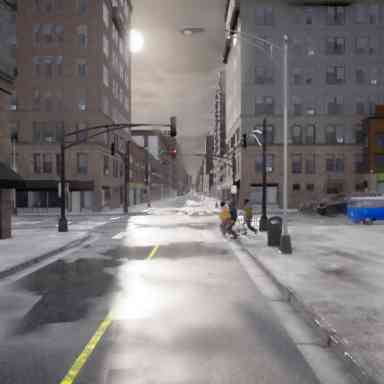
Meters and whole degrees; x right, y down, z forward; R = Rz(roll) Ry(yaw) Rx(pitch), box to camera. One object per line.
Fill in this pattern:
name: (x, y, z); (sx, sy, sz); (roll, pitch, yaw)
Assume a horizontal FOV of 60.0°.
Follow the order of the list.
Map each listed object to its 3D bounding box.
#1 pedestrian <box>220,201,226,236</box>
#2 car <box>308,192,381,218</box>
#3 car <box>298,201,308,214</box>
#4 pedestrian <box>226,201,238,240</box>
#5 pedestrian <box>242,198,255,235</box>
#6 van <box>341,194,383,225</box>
pedestrian: (1.623, 1.289, 16.495); (0.375, 1.860, 0.375); (0, 0, 0)
car: (12.916, 1.032, 27.427); (5.566, 2.045, 2.150); (-1, 0, 0)
car: (12.237, 1.114, 30.077); (5.009, 1.841, 2.192); (-1, 1, 0)
pedestrian: (1.882, 1.266, 15.294); (0.375, 1.860, 0.375); (0, 0, 0)
pedestrian: (2.666, 1.138, 15.890); (0.375, 1.860, 0.375); (0, 0, 0)
van: (12.217, 1.202, 21.553); (3.998, 1.788, 1.690); (-1, 1, 0)
